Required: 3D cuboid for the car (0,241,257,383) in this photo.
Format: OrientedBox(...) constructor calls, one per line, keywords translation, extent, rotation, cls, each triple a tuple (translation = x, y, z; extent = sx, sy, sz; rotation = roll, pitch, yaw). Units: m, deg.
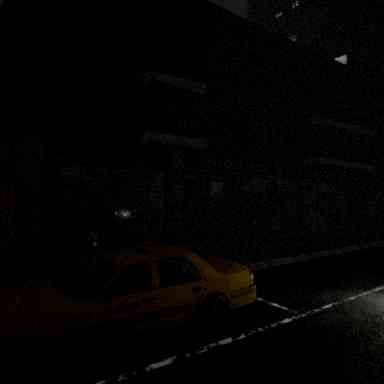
OrientedBox(translation=(-1.077, 1.527, 5.304), extent=(4.829, 1.417, 1.752), rotation=(0, 2, -35), cls="car")
